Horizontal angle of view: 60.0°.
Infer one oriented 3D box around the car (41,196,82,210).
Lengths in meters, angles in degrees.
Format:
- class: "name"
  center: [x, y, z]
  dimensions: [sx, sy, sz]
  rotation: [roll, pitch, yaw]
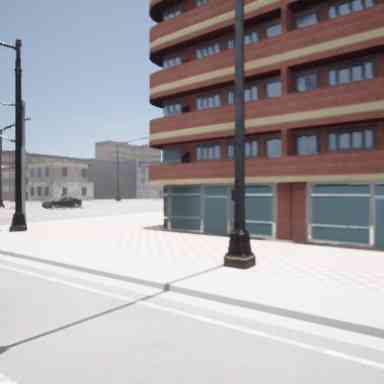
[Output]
- class: "car"
  center: [-16.007, 1.318, 41.068]
  dimensions: [1.882, 1.535, 5.008]
  rotation: [0, 1, 37]
